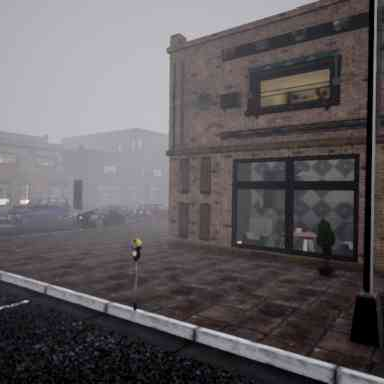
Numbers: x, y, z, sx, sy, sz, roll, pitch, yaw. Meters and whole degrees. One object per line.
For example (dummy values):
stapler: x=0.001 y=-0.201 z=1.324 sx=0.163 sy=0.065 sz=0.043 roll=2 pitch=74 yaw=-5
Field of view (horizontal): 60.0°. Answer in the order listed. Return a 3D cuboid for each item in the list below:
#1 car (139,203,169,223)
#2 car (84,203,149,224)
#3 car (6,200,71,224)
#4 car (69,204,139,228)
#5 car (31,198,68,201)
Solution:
car: x=-3.015 y=1.720 z=28.628 sx=1.967 sy=1.590 sz=4.097 roll=0 pitch=0 yaw=36
car: x=-6.343 y=1.766 z=28.549 sx=2.033 sy=1.411 sz=5.357 roll=1 pitch=0 yaw=37
car: x=-11.989 y=1.645 z=26.123 sx=1.812 sy=1.442 sz=4.674 roll=1 pitch=0 yaw=36
car: x=-6.282 y=1.793 z=24.142 sx=1.947 sy=1.339 sz=4.313 roll=0 pitch=0 yaw=36
car: x=-13.054 y=1.409 z=29.072 sx=2.192 sy=1.841 sz=5.009 roll=0 pitch=0 yaw=36
